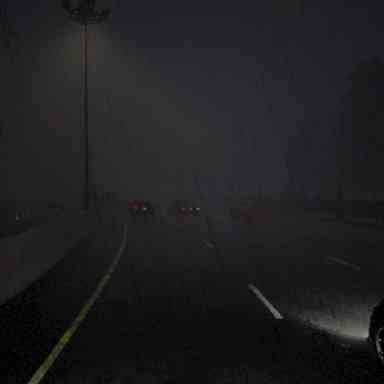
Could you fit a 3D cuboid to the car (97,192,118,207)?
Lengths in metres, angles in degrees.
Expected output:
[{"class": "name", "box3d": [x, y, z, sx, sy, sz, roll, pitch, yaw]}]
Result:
[{"class": "car", "box3d": [-12.137, 0.983, 47.331, 2.150, 2.045, 5.566, 0, 0, -27]}]

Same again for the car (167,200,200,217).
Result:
[{"class": "car", "box3d": [-0.828, 1.386, 28.862, 2.033, 1.411, 5.357, 0, 0, -17]}]

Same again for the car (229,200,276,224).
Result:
[{"class": "car", "box3d": [4.144, 1.335, 23.436, 1.882, 1.535, 5.008, 0, 0, -12]}]

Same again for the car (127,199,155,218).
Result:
[{"class": "car", "box3d": [-4.410, 1.352, 28.493, 2.163, 1.488, 4.792, 0, 0, -17]}]

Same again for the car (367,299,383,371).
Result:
[{"class": "car", "box3d": [3.371, 1.540, 2.732, 1.994, 1.385, 4.181, 0, 0, -2]}]
